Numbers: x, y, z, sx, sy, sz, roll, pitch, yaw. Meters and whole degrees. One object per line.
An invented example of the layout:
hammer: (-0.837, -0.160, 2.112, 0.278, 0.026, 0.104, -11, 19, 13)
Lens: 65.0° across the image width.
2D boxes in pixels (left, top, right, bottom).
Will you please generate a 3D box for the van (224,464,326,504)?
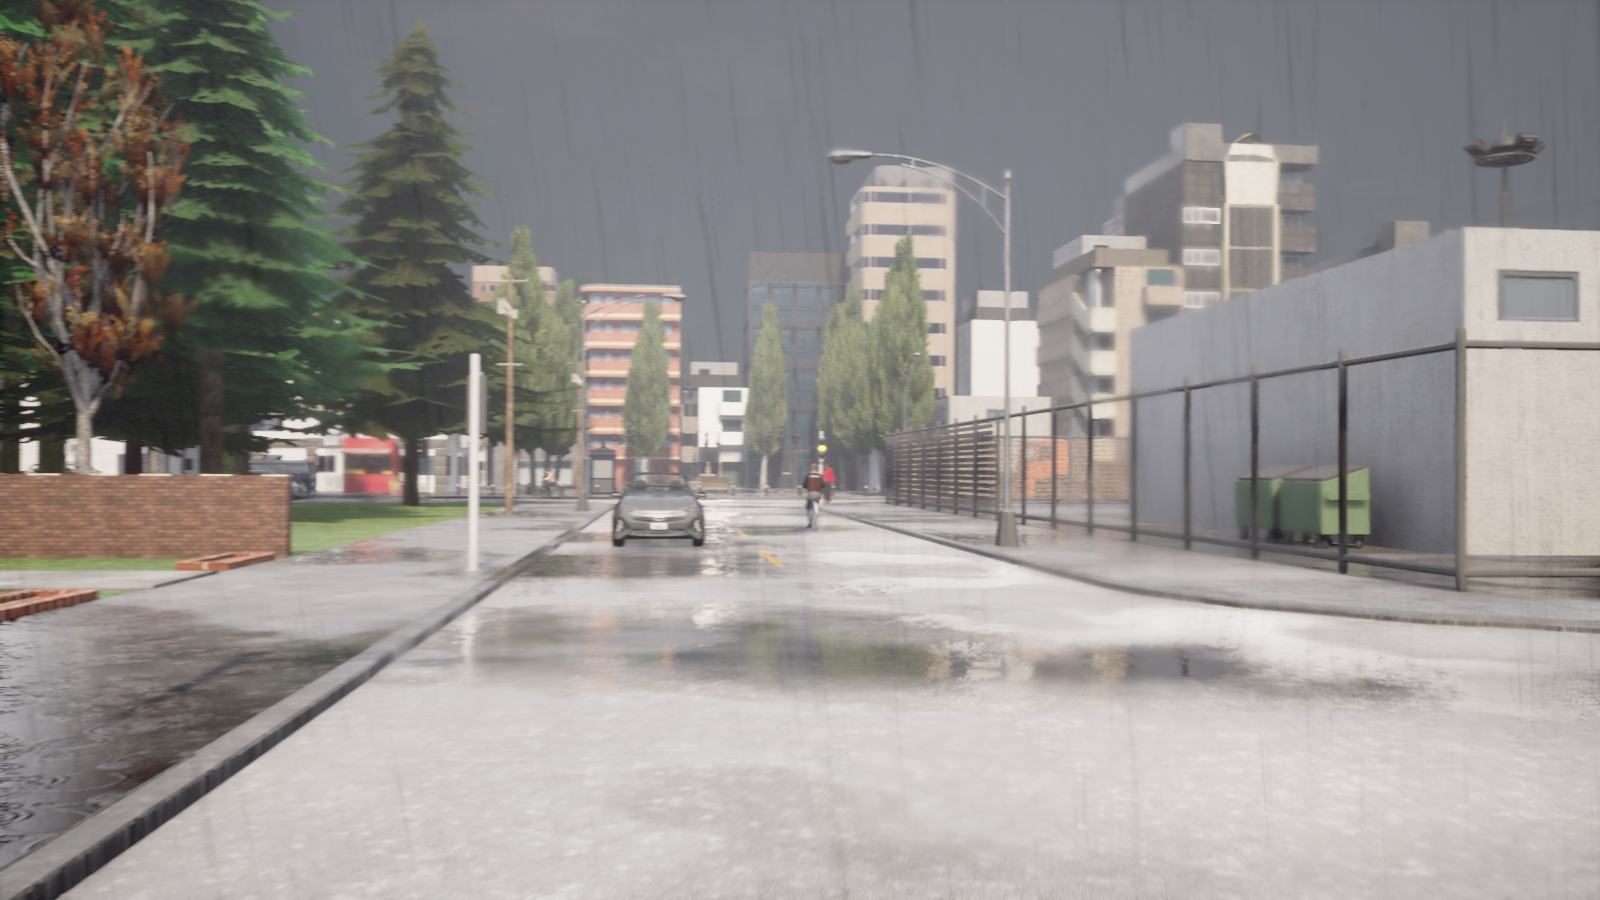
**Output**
van: (-26.663, 1.714, 63.888, 4.442, 1.987, 1.775, 0, -1, -6)

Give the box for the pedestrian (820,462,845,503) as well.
pedestrian: (1.475, 1.481, 57.206, 0.899, 1.844, 0.634, 0, -1, -31)

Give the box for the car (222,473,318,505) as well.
car: (-25.301, 1.857, 60.019, 3.806, 1.475, 1.970, 0, -1, -5)

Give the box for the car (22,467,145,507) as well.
car: (-33.698, 1.716, 59.154, 4.605, 1.855, 1.932, 0, -1, -6)

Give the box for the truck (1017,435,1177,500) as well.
truck: (16.093, 0.935, 68.245, 7.936, 3.462, 2.891, 0, -1, -6)

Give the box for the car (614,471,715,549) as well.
car: (-2.947, 1.227, 27.238, 2.007, 1.525, 4.514, 0, -1, -6)
